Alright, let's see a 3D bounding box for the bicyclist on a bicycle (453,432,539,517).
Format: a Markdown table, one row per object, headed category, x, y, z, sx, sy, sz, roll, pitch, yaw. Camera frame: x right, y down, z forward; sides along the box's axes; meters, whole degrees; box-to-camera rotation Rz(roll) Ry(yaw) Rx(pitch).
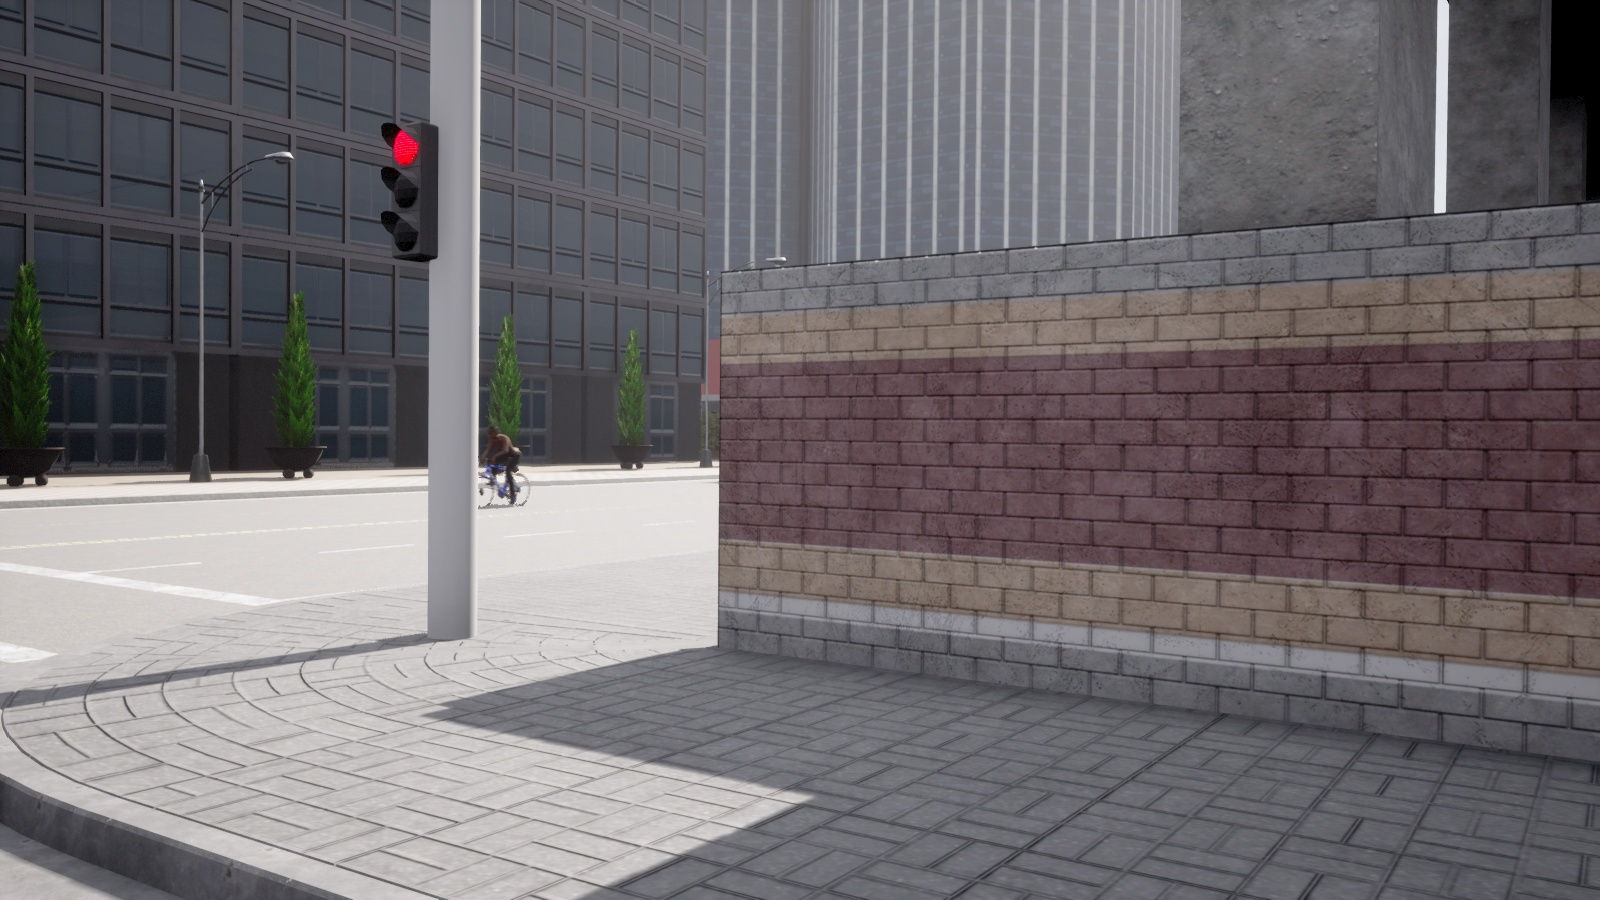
| category | x | y | z | sx | sy | sz | roll | pitch | yaw |
| --- | --- | --- | --- | --- | --- | --- | --- | --- | --- |
| bicyclist on a bicycle | -5.982 | 0.455 | 24.795 | 0.582 | 1.620 | 1.656 | 0 | 1 | 34 |
